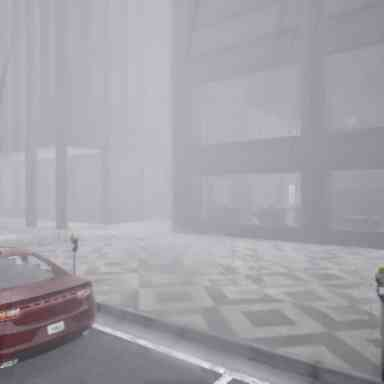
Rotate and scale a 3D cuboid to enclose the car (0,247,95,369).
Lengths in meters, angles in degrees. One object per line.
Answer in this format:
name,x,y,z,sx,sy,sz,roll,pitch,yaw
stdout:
car,-3.522,1.585,5.481,4.507,1.381,1.887,0,0,36
